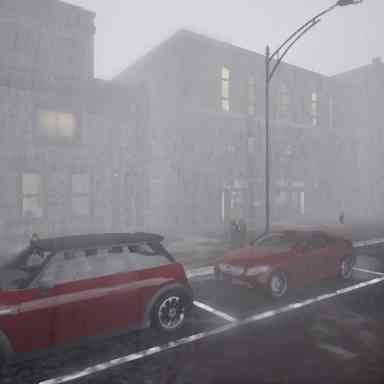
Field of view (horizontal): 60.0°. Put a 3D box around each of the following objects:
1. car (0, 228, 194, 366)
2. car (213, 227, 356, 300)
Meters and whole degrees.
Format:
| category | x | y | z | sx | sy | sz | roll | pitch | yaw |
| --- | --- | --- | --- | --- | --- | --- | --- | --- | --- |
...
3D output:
| category | x | y | z | sx | sy | sz | roll | pitch | yaw |
| --- | --- | --- | --- | --- | --- | --- | --- | --- | --- |
| car | -2.046 | 1.437 | 5.103 | 4.097 | 1.590 | 1.967 | 0 | 0 | -35 |
| car | 2.468 | 1.578 | 8.322 | 4.206 | 1.307 | 1.802 | 0 | 0 | -35 |
